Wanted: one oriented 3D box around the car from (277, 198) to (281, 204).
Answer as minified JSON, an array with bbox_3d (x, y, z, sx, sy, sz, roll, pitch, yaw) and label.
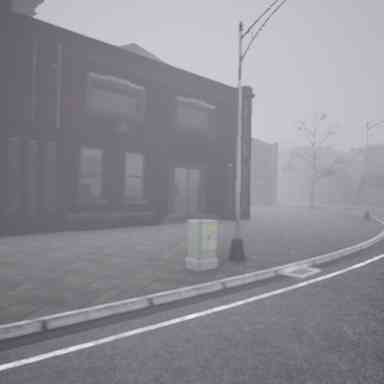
[{"bbox_3d":[14.112,1.251,60.604,2.128,1.511,4.902,2,0,-31],"label":"car"}]
